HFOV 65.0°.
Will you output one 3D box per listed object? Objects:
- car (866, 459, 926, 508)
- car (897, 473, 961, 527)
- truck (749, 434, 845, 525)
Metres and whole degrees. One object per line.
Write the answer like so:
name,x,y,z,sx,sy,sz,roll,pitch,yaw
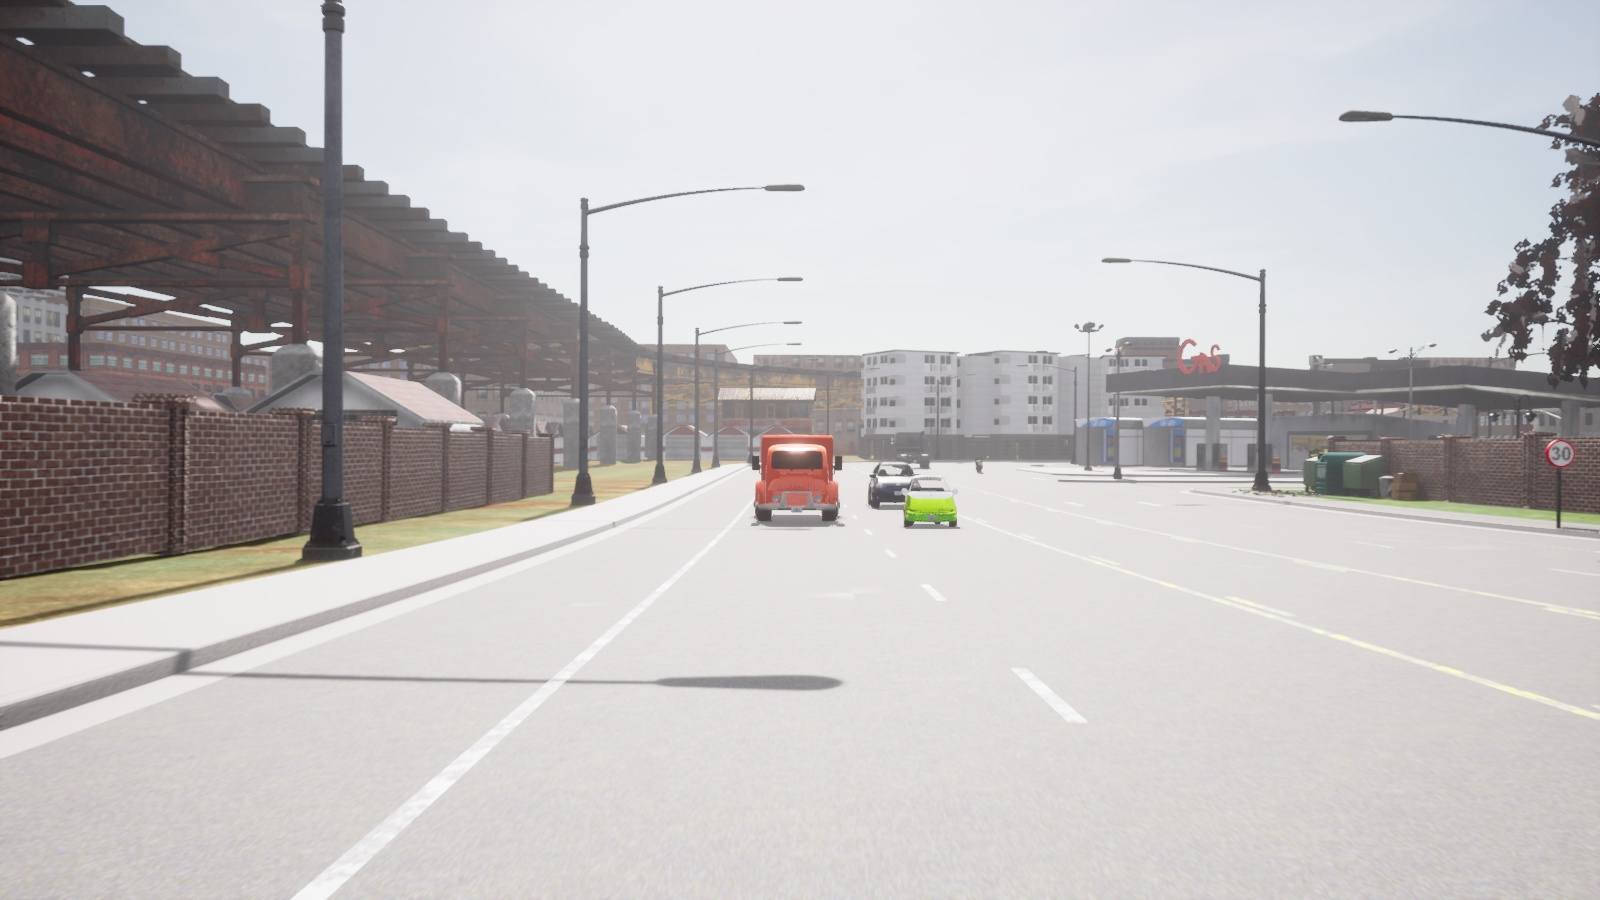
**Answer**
car,3.399,1.170,45.040,1.851,1.617,3.988,0,0,0
car,3.426,1.319,33.608,1.481,1.376,2.207,0,-1,0
truck,-0.084,0.803,36.870,2.627,2.467,5.204,0,0,0
